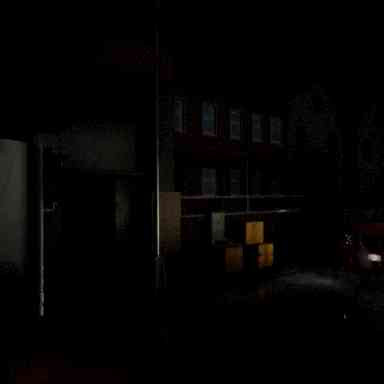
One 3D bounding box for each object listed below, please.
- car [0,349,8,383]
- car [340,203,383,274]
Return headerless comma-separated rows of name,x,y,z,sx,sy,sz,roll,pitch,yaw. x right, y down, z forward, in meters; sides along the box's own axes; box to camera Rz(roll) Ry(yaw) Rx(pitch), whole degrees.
car,-3.673,1.505,1.574,4.892,1.490,1.837,0,0,-40
car,6.549,1.218,9.572,5.566,2.045,2.150,0,-1,-37
